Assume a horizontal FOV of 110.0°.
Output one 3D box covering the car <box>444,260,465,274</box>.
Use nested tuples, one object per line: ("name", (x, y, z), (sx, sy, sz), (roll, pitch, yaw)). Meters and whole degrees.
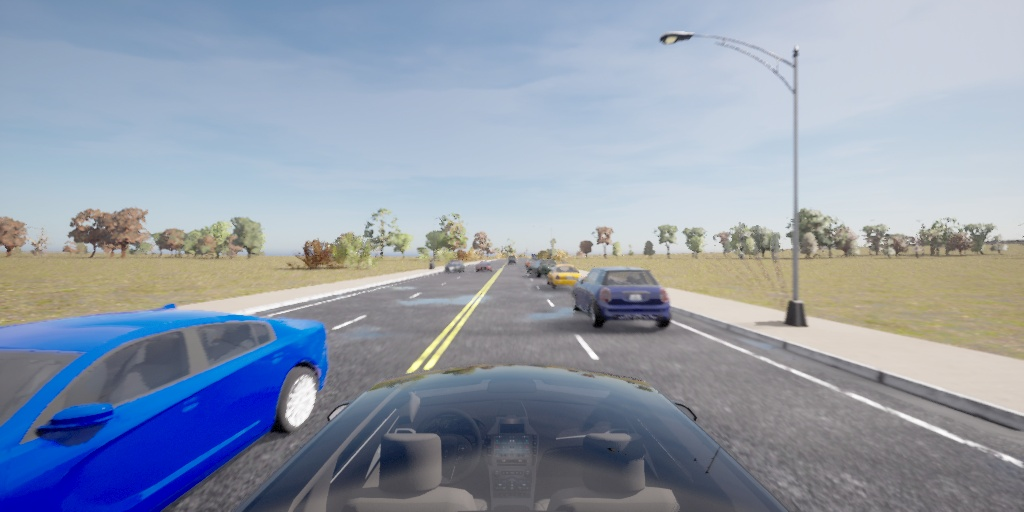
("car", (-6.566, 1.218, 41.485), (2.128, 1.511, 4.902), (0, 0, 0))

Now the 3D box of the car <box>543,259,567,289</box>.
("car", (3.255, 1.195, 22.781), (1.801, 1.575, 5.366), (0, 0, 0))

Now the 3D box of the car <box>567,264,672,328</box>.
("car", (3.252, 1.097, 11.561), (2.097, 1.767, 4.553), (0, 0, 0))

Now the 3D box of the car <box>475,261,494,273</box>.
("car", (-3.309, 1.289, 43.736), (1.994, 1.385, 4.181), (0, 0, 0))

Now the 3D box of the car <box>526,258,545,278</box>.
("car", (3.028, 1.083, 34.030), (2.097, 1.767, 4.553), (0, 0, -7))

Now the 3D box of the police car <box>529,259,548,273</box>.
("police car", (3.262, 1.229, 44.591), (2.038, 1.542, 4.974), (0, 0, 0))

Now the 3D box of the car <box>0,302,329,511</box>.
("car", (-3.349, 1.227, 2.682), (1.882, 1.535, 5.008), (0, 0, 0))

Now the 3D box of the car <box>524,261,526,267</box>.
("car", (3.265, 1.068, 55.561), (2.097, 1.767, 4.553), (0, 0, 0))
